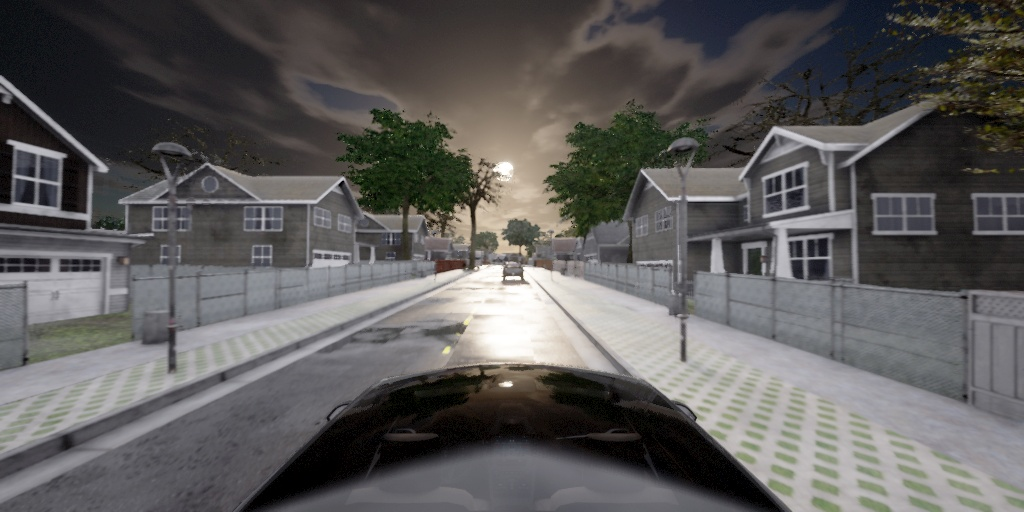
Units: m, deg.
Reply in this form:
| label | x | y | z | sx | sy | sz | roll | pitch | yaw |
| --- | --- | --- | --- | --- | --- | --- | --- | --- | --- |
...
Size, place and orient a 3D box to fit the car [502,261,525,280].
| label | x | y | z | sx | sy | sz | roll | pitch | yaw |
| --- | --- | --- | --- | --- | --- | --- | --- | --- | --- |
| car | 0.107 | 1.308 | 32.182 | 2.128 | 1.511 | 4.902 | 0 | 0 | 0 |
